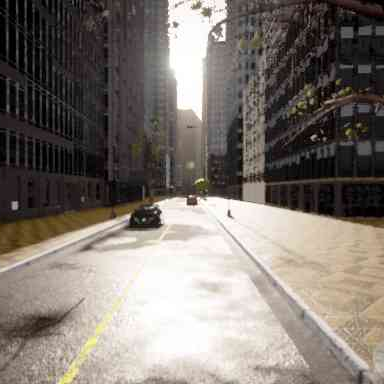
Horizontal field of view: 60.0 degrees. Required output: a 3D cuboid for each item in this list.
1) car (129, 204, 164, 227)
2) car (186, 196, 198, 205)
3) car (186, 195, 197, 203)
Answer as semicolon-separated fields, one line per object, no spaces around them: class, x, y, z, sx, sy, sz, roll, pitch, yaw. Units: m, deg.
car;-3.023;1.556;22.878;1.994;1.385;4.181;0;0;1
car;-0.010;1.567;56.931;1.994;1.385;4.181;0;0;0
car;-0.012;1.474;66.961;2.128;1.511;4.902;0;0;0
